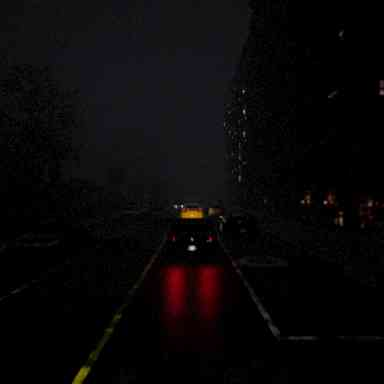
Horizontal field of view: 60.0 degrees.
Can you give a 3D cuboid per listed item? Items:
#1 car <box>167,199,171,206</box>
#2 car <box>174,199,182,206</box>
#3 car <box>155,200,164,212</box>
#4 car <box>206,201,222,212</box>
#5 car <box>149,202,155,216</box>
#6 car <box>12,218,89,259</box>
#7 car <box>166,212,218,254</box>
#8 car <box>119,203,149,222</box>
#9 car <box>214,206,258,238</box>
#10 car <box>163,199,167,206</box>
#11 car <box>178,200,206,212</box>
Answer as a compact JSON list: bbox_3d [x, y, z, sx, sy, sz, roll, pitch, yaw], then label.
[{"bbox_3d":[-5.281,2.080,68.422,1.967,1.590,4.097,1,-1,0],"label":"car"},{"bbox_3d":[-2.725,2.204,70.986,2.033,1.411,5.357,0,-1,0],"label":"car"},{"bbox_3d":[-5.291,2.015,46.276,1.802,1.307,4.206,1,-1,0],"label":"car"},{"bbox_3d":[2.587,1.859,35.592,1.752,1.417,4.829,1,-1,0],"label":"car"},{"bbox_3d":[-5.294,1.853,35.035,1.752,1.417,4.829,1,-1,0],"label":"car"},{"bbox_3d":[-5.302,1.704,13.060,1.802,1.307,4.206,1,-1,0],"label":"car"},{"bbox_3d":[0.006,1.733,14.121,1.895,1.301,4.718,0,0,0],"label":"car"},{"bbox_3d":[-5.296,1.801,29.499,1.752,1.417,4.829,1,-1,0],"label":"car"},{"bbox_3d":[2.580,1.727,18.788,2.008,1.369,4.403,1,-1,0],"label":"car"},{"bbox_3d":[-5.289,2.067,51.813,1.802,1.307,4.206,1,-1,0],"label":"car"},{"bbox_3d":[0.014,1.754,29.482,1.882,1.535,5.008,0,0,0],"label":"car"}]
